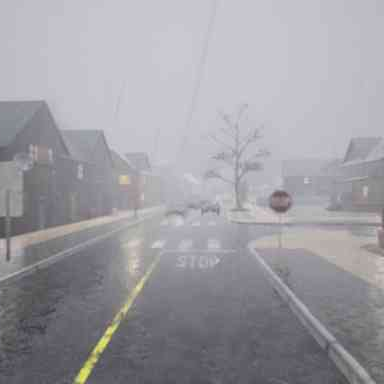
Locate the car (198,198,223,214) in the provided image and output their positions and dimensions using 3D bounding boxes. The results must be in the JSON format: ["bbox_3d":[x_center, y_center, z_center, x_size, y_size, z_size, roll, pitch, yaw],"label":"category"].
[{"bbox_3d":[2.070,1.640,35.452,1.895,1.301,4.718,0,0,6],"label":"car"}]

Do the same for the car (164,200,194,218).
[{"bbox_3d":[-1.308,1.577,31.109,2.033,1.411,5.357,0,0,5],"label":"car"}]

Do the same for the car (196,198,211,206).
[{"bbox_3d":[2.027,1.658,56.628,1.895,1.301,4.718,0,0,10],"label":"car"}]

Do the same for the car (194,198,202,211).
[{"bbox_3d":[-0.106,1.642,42.178,1.895,1.301,4.718,0,0,7],"label":"car"}]

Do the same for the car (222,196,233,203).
[{"bbox_3d":[7.570,1.562,71.131,1.882,1.535,5.008,0,0,12],"label":"car"}]
